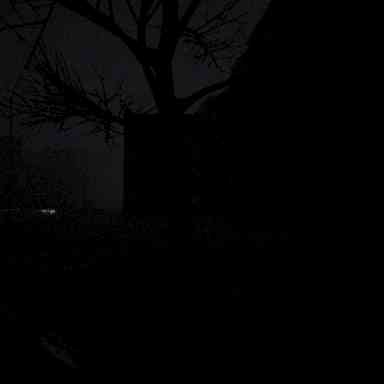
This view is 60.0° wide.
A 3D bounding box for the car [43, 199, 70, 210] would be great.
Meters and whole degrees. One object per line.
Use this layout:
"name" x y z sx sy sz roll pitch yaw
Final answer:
"car" -18.700 1.713 45.933 1.994 1.385 4.181 1 0 9
